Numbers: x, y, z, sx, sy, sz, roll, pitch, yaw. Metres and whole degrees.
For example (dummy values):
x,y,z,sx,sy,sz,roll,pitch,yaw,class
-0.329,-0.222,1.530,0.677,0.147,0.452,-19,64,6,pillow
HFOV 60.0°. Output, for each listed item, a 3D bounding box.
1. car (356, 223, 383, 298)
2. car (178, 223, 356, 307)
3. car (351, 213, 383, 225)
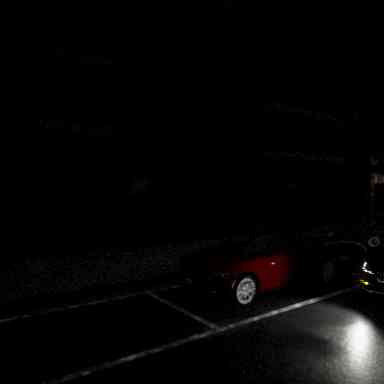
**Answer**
x,y,z,sx,sy,sz,roll,pitch,yaw,class
5.684,1.511,7.427,4.892,1.490,1.837,0,0,-35,car
1.768,1.547,8.017,4.507,1.381,1.887,0,1,-36,car
6.231,1.447,11.203,4.097,1.590,1.967,0,1,-36,car
